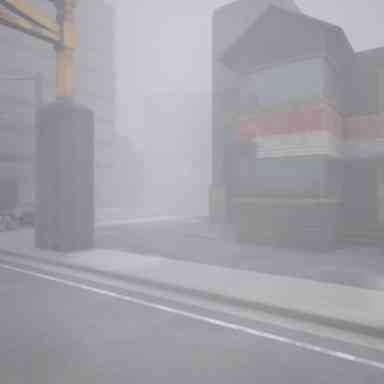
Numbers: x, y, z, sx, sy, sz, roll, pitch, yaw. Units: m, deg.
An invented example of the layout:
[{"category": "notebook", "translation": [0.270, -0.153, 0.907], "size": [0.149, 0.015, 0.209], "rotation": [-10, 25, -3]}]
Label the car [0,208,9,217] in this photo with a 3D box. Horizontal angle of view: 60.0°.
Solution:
[{"category": "car", "translation": [-12.628, 1.283, 25.316], "size": [4.536, 1.218, 1.853], "rotation": [0, 0, -30]}]

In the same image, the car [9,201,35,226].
[{"category": "car", "translation": [-9.476, 1.441, 22.610], "size": [2.038, 1.542, 4.974], "rotation": [0, 0, 15]}]

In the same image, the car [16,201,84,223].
[{"category": "car", "translation": [-9.463, 1.283, 22.661], "size": [1.853, 1.218, 4.536], "rotation": [0, 0, 15]}]
